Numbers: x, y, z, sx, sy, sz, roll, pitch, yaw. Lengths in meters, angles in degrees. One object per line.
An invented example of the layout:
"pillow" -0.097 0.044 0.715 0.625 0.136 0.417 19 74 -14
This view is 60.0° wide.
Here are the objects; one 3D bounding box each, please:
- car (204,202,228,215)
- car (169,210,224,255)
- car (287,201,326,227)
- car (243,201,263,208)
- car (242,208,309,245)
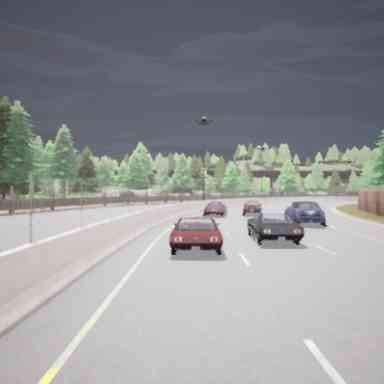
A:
"car" 2.405 1.631 32.876 1.994 1.385 4.181 0 0 12
"car" 0.184 1.627 13.465 1.895 1.301 4.718 0 0 1
"car" 7.942 1.415 23.710 2.097 1.767 4.553 0 0 7
"car" 6.236 1.604 34.088 1.812 1.442 4.674 0 0 13
"car" 3.754 1.639 15.820 1.895 1.301 4.718 0 0 2
